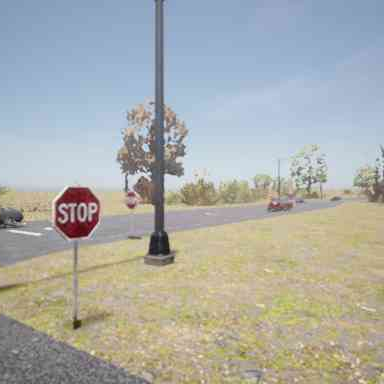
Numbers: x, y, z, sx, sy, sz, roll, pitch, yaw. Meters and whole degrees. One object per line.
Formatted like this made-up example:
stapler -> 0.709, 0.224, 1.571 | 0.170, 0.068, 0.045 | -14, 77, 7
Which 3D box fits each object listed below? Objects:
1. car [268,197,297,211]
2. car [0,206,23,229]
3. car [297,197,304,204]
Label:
car -> 11.547, 1.500, 43.070 | 2.097, 1.767, 4.553 | 0, 0, 35
car -> -12.814, 1.530, 20.073 | 2.128, 1.511, 4.902 | 0, 0, 35
car -> 22.738, 1.725, 71.673 | 2.128, 1.511, 4.902 | 0, 0, 35
